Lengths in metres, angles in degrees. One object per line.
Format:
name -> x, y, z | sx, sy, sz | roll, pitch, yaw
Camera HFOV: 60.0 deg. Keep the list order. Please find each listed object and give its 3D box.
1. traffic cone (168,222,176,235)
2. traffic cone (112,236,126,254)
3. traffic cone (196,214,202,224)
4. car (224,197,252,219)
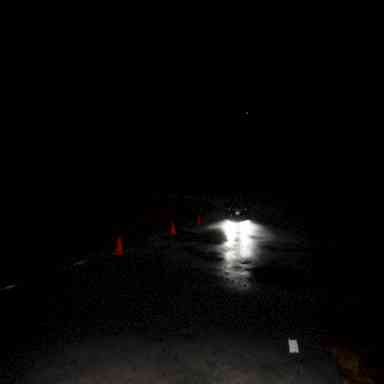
traffic cone -> -0.930, 1.747, 16.005 | 0.340, 0.580, 0.340 | 1, 1, 17
traffic cone -> -2.476, 1.793, 11.310 | 0.340, 0.580, 0.340 | 1, 1, 18
traffic cone -> 0.400, 1.694, 20.686 | 0.340, 0.580, 0.340 | 1, 1, 14
car -> 3.583, 1.189, 25.790 | 2.128, 1.511, 4.902 | 1, 1, 9
